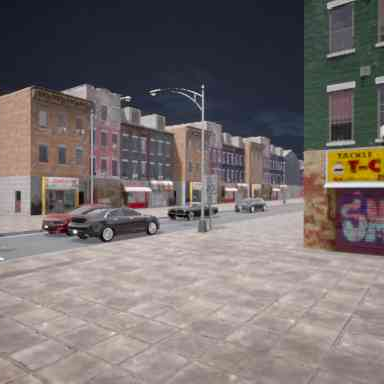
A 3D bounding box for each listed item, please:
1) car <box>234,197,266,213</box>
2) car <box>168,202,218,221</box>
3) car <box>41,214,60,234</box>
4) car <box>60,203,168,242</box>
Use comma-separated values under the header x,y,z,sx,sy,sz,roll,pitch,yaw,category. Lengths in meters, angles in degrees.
x,y,z,sx,sy,sz,roll,pitch,yaw,category
6.156,1.323,34.679,1.837,1.490,4.892,0,0,36,car
0.120,1.473,26.291,1.895,1.301,4.718,0,0,36,car
-5.665,1.403,18.203,1.882,1.535,5.008,0,0,34,car
-3.595,1.443,16.210,1.837,1.490,4.892,0,0,36,car
